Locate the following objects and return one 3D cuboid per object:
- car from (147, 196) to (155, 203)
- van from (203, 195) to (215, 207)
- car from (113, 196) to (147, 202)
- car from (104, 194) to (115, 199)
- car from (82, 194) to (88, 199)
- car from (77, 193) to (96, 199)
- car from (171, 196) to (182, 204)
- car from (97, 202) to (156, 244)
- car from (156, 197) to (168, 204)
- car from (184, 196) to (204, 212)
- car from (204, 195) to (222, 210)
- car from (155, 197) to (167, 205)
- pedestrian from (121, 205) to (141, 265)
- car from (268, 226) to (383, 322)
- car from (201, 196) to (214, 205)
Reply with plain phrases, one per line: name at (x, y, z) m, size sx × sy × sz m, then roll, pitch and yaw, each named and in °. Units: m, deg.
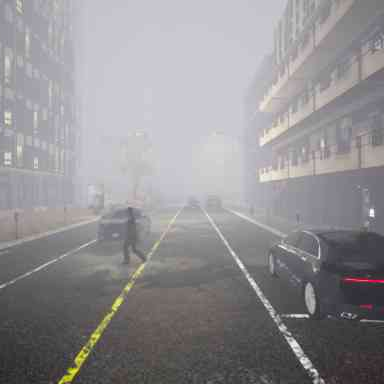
car at (-5.694, 1.318, 36.545) m, size 2.192 × 1.841 × 5.009 m, roll 0°, pitch 0°, yaw 0°
van at (2.686, 1.350, 53.200) m, size 1.690 × 1.788 × 3.998 m, roll 0°, pitch 0°, yaw 0°
car at (-5.694, 1.442, 30.994) m, size 1.967 × 1.590 × 4.097 m, roll 0°, pitch 0°, yaw 0°
car at (-22.035, 1.153, 87.104) m, size 4.829 × 1.417 × 1.752 m, roll 1°, pitch -1°, yaw -1°
car at (-27.372, 0.863, 78.578) m, size 5.009 × 1.841 × 2.192 m, roll 1°, pitch -1°, yaw -1°
car at (-27.480, 1.092, 86.954) m, size 4.313 × 1.339 × 1.947 m, roll 1°, pitch -1°, yaw -1°
car at (-3.010, 1.507, 64.898) m, size 2.128 × 1.511 × 4.902 m, roll 0°, pitch 0°, yaw 0°
car at (-3.099, 1.477, 15.996) m, size 1.882 × 1.535 × 5.008 m, roll 0°, pitch 0°, yaw 0°
car at (-5.695, 1.580, 63.995) m, size 1.947 × 1.339 × 4.313 m, roll 0°, pitch 0°, yaw 0°
car at (0.095, 1.529, 38.306) m, size 1.812 × 1.442 × 4.674 m, roll 0°, pitch 0°, yaw -1°
car at (2.686, 1.320, 42.097) m, size 2.192 × 1.841 × 5.009 m, roll 0°, pitch 0°, yaw 0°
car at (-5.694, 1.577, 58.749) m, size 1.947 × 1.339 × 4.313 m, roll 0°, pitch 0°, yaw 0°
pedestrian at (-1.868, 1.294, 10.161) m, size 0.375 × 1.860 × 0.375 m, roll 0°, pitch 0°, yaw -1°
car at (3.000, 1.505, 7.303) m, size 1.837 × 1.490 × 4.892 m, roll 0°, pitch 0°, yaw 0°
car at (2.685, 1.451, 58.750) m, size 1.967 × 1.590 × 4.097 m, roll 0°, pitch 0°, yaw 0°
